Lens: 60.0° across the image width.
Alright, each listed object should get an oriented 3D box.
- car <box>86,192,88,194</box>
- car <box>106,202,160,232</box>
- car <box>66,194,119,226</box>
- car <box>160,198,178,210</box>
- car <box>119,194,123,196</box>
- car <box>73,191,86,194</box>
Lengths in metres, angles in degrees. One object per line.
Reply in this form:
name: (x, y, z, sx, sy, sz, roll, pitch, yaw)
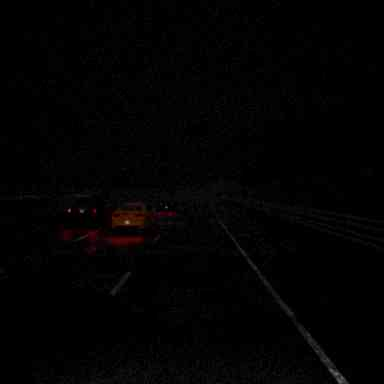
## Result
car: (-19.024, 1.185, 66.736, 1.837, 1.490, 4.892, 0, 0, 3)
car: (-3.201, 1.347, 19.095, 1.882, 1.535, 5.008, 0, 0, 1)
car: (-6.638, 1.200, 22.292, 2.097, 1.767, 4.553, 0, 0, 1)
car: (-2.698, 1.379, 38.422, 1.895, 1.301, 4.718, 0, 0, 2)
car: (-15.399, 1.184, 68.738, 1.837, 1.490, 4.892, 0, 0, 3)
car: (-22.543, 0.903, 66.511, 2.150, 2.045, 5.566, 0, 0, 3)
